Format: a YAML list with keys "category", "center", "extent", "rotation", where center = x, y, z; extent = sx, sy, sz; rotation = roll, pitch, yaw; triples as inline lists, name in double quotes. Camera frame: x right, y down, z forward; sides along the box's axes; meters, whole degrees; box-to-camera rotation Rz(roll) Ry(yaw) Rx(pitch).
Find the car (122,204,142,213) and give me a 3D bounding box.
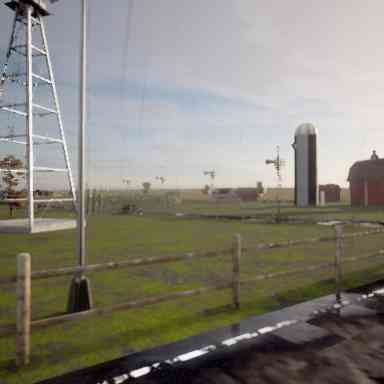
- category: "car"
  center: [-10.321, 2.851, 56.806]
  extent: [1.812, 1.442, 4.674]
  rotation: [0, -1, -41]
